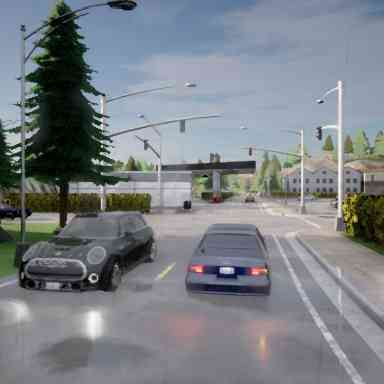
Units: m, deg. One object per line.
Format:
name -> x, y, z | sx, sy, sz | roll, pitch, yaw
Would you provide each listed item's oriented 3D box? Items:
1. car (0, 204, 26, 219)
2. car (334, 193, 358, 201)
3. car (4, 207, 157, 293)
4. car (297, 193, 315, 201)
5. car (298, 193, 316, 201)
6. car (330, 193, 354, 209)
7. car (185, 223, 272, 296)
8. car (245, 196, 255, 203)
car -> -15.572, 1.601, 27.066 | 4.718, 1.301, 1.895 | 0, 0, 10
car -> 34.496, 1.097, 74.619 | 4.605, 1.855, 1.932 | 0, 0, 10
car -> -2.499, 1.352, 9.092 | 2.097, 1.767, 4.553 | 0, 0, 10
car -> 26.140, 1.361, 76.060 | 3.806, 1.475, 1.970 | 0, 0, 10
car -> 27.321, 1.077, 79.227 | 3.866, 1.878, 1.905 | 0, 0, 10
car -> 20.221, 1.330, 42.318 | 5.027, 1.636, 2.152 | 0, 0, 10
car -> 1.083, 1.547, 8.829 | 2.033, 1.411, 5.357 | 0, 0, 10
car -> 11.965, 1.491, 68.529 | 2.128, 1.511, 4.902 | 0, 0, 11
